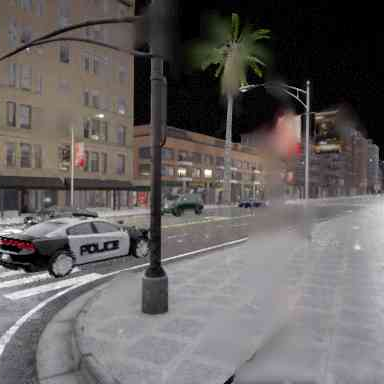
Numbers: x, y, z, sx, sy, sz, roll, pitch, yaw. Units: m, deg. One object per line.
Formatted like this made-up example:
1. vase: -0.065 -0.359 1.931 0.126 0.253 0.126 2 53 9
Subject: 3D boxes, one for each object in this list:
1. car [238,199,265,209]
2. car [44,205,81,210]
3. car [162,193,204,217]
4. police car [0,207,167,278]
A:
1. car: 7.780 1.530 43.302 1.895 1.301 4.718 1 0 36
2. car: -8.220 1.499 20.857 1.994 1.385 4.181 1 0 36
3. car: -1.063 1.155 30.920 2.150 2.045 5.566 1 0 35
4. police car: -3.323 1.471 10.727 1.930 1.638 5.238 1 0 35
